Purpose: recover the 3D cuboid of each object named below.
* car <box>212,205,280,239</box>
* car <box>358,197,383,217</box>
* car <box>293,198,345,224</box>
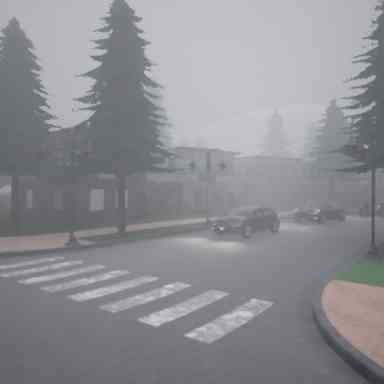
[{"bbox_3d":[2.999,1.506,17.809,1.837,1.490,4.892,1,1,40],"label":"car"},{"bbox_3d":[17.412,1.290,30.738,4.553,1.767,2.097,0,1,-32],"label":"car"},{"bbox_3d":[9.353,1.317,24.458,4.553,1.767,2.097,0,1,-41],"label":"car"}]
